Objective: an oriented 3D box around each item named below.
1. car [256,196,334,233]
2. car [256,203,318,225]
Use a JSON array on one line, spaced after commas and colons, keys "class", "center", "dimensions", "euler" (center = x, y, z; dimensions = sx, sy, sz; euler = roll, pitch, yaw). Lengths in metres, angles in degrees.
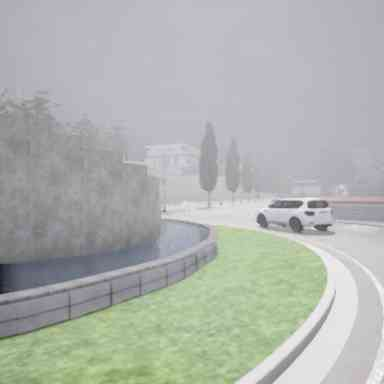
[{"class": "car", "center": [6.372, 1.388, 21.214], "dimensions": [2.150, 2.045, 5.566], "euler": [0, -1, -23]}, {"class": "car", "center": [7.489, 1.719, 26.783], "dimensions": [1.837, 1.490, 4.892], "euler": [0, -1, -30]}]
